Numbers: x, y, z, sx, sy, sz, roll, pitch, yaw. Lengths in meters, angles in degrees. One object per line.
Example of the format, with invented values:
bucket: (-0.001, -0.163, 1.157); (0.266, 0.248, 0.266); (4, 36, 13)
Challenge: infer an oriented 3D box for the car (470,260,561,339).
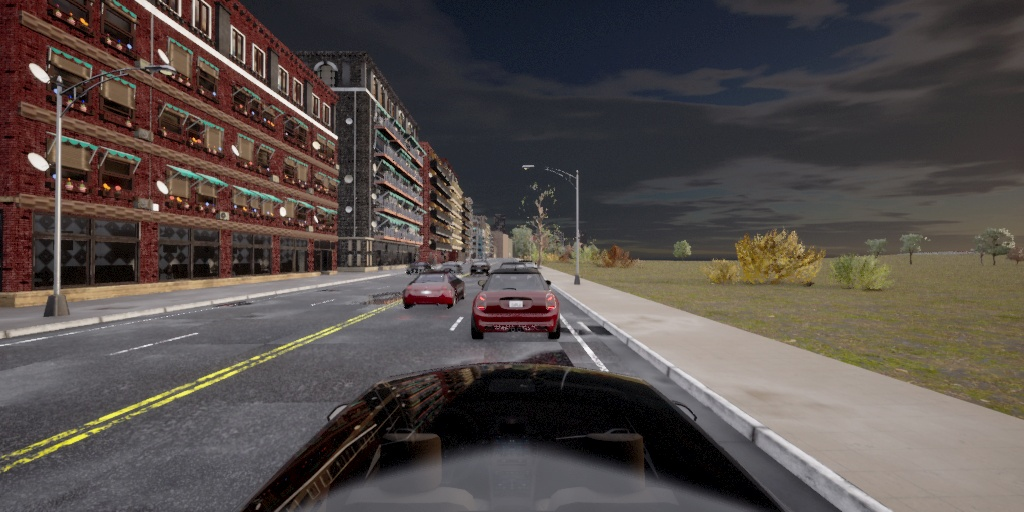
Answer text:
car: (0.082, 1.104, 10.196); (2.097, 1.767, 4.553); (0, 0, 0)

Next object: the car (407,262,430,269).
car: (-9.895, 1.317, 38.435); (1.994, 1.385, 4.181); (0, 0, 0)

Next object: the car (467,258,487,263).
car: (-3.192, 1.231, 37.307); (1.882, 1.535, 5.008); (0, 0, 0)

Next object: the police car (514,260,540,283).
police car: (1.104, 1.179, 29.464); (1.930, 1.638, 5.238); (0, 0, 0)

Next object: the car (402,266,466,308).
car: (-3.168, 1.316, 15.247); (1.994, 1.385, 4.181); (0, 0, 0)

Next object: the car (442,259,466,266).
car: (-6.646, 1.317, 39.263); (1.994, 1.385, 4.181); (0, 0, 0)
